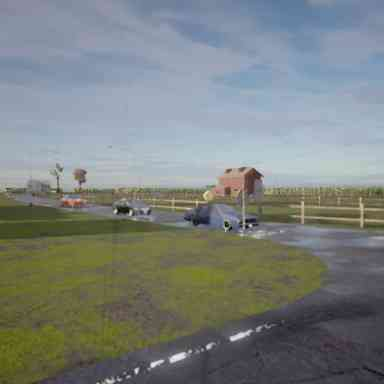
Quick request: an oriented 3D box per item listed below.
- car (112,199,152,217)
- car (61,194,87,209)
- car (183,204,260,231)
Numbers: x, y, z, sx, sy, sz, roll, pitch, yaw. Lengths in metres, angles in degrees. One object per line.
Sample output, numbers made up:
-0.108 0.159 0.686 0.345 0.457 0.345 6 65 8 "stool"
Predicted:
-5.338 1.349 29.369 2.128 1.511 4.902 -1 1 -38 "car"
-14.975 1.110 42.041 2.097 1.767 4.553 -1 1 -36 "car"
1.619 1.476 20.655 2.033 1.411 5.357 -1 1 -38 "car"
